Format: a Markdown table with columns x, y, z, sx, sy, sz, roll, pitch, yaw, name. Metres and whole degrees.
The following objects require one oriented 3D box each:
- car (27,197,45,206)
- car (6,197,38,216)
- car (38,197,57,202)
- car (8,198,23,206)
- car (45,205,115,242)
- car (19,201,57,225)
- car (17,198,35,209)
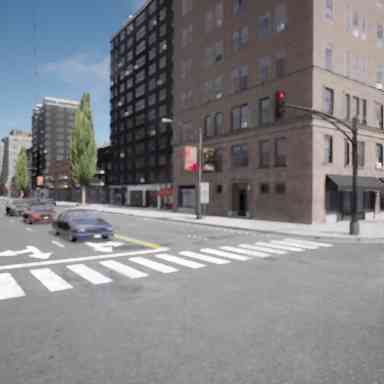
| x | y | z | sx | sy | sz | roll | pitch | yaw | name |
| --- | --- | --- | --- | --- | --- | --- | --- | --- | --- |
| -28.800 | 1.733 | 61.333 | 2.128 | 1.511 | 4.902 | 0 | 0 | -35 | car |
| -17.406 | 1.482 | 33.666 | 2.097 | 1.767 | 4.553 | 0 | 0 | -35 | car |
| -22.968 | 1.708 | 53.094 | 2.128 | 1.511 | 4.902 | 0 | 0 | -35 | car |
| -31.985 | 1.826 | 60.207 | 1.895 | 1.301 | 4.718 | 0 | 0 | -35 | car |
| -5.805 | 1.623 | 17.265 | 2.033 | 1.411 | 5.357 | 0 | 0 | -35 | car |
| -11.597 | 1.667 | 25.444 | 1.994 | 1.385 | 4.181 | 0 | 0 | -35 | car |
| -25.699 | 1.724 | 51.335 | 1.812 | 1.442 | 4.674 | 0 | 0 | -35 | car |
